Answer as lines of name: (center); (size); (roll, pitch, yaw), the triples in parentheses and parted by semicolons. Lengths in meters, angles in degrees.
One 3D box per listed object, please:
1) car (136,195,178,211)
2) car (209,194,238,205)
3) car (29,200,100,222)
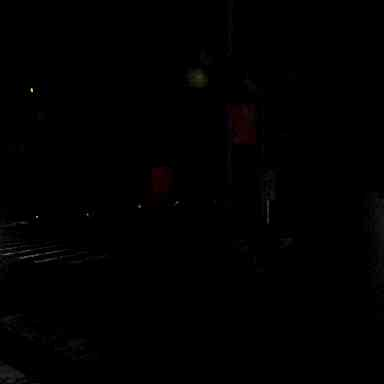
car: (-3.356, 1.017, 32.261); (2.128, 1.511, 4.902); (0, 1, 35)
car: (4.095, 0.905, 42.937); (1.895, 1.301, 4.718); (0, 1, 35)
car: (-9.096, 1.303, 24.022); (1.895, 1.301, 4.718); (0, 1, 35)
